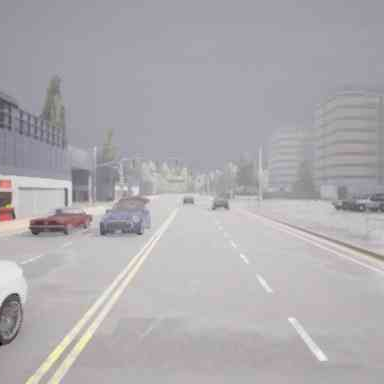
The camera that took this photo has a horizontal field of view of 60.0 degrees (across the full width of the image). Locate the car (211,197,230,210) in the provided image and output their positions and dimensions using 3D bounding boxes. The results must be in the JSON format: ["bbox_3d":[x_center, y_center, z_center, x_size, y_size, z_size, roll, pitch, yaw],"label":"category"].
[{"bbox_3d":[3.395,1.389,40.254,1.837,1.490,4.892,0,0,-1],"label":"car"}]

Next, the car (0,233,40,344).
[{"bbox_3d":[-3.590,1.515,3.660,1.812,1.442,4.674,0,0,1],"label":"car"}]

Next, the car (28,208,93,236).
[{"bbox_3d":[-7.015,1.548,18.263,1.895,1.301,4.718,0,0,0],"label":"car"}]

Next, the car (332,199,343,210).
[{"bbox_3d":[17.763,1.049,36.233,4.605,1.855,1.932,0,0,-2],"label":"car"}]

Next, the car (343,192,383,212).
[{"bbox_3d":[17.783,1.060,33.339,3.866,1.878,1.905,0,0,-2],"label":"car"}]

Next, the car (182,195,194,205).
[{"bbox_3d":[-0.611,1.316,56.071,1.882,1.535,5.008,0,0,-2],"label":"car"}]

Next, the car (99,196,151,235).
[{"bbox_3d":[-3.518,1.298,18.181,2.097,1.767,4.553,0,0,0],"label":"car"}]

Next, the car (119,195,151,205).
[{"bbox_3d":[-9.410,1.319,55.109,5.008,1.535,1.882,0,0,13],"label":"car"}]
